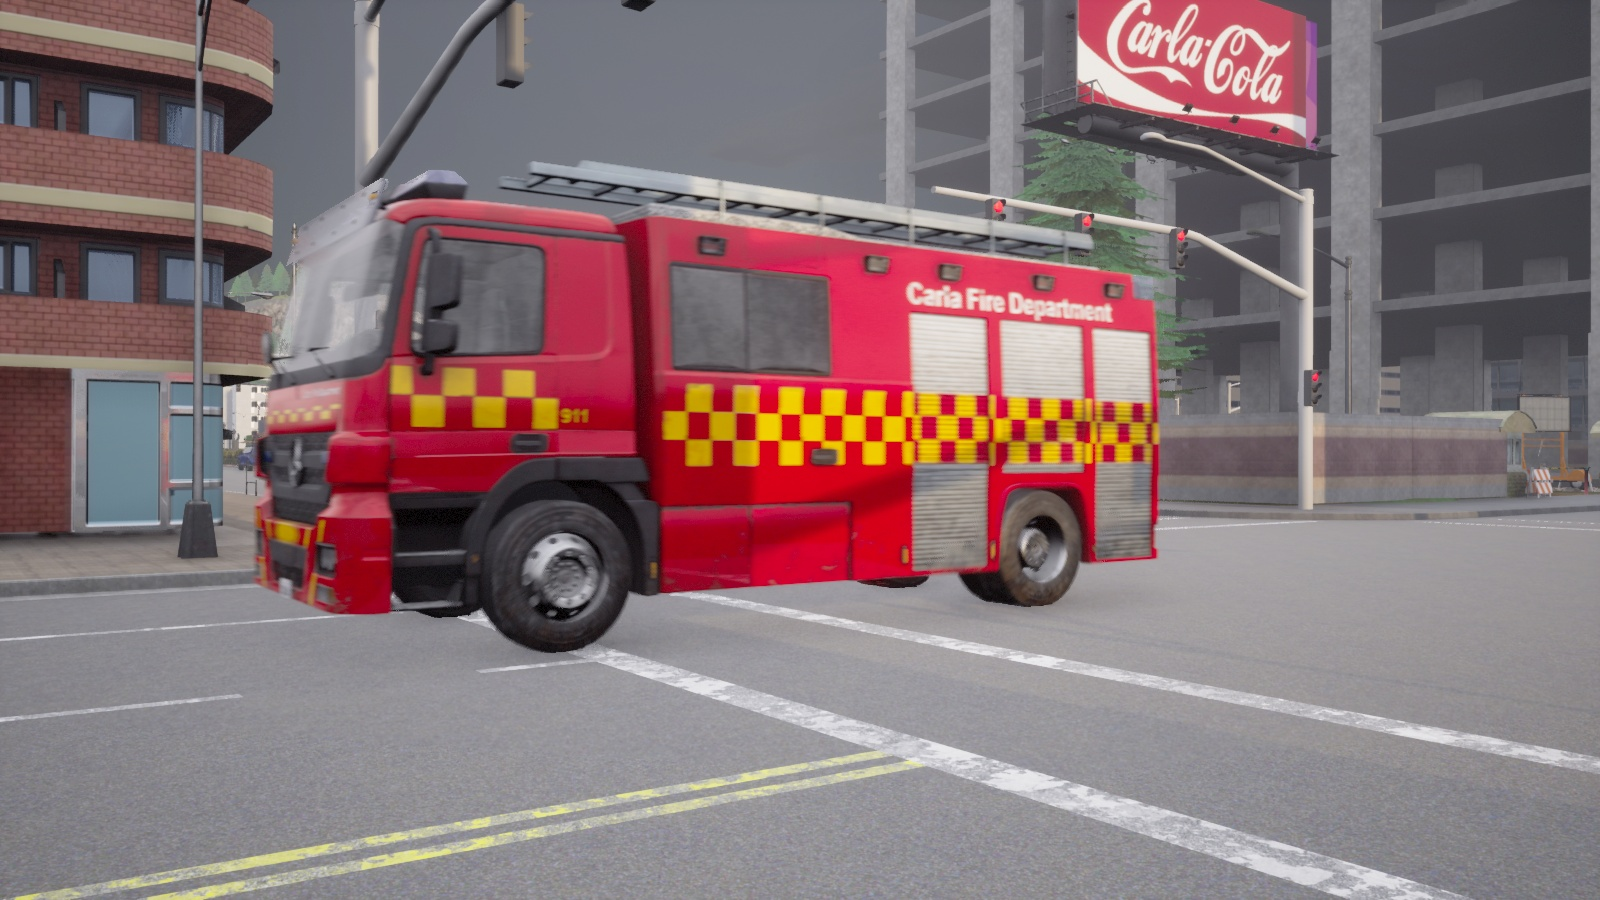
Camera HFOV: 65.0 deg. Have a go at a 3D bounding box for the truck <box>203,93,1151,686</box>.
[{"bbox_3d":[-0.685,-0.390,11.716,8.468,3.827,2.891,0,0,-35],"label":"truck"}]
